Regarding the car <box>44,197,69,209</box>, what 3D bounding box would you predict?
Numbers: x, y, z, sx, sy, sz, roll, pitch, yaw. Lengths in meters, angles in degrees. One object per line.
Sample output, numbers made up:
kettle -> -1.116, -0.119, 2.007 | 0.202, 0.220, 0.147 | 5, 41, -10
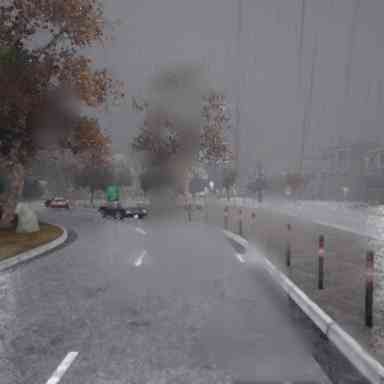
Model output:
car -> -15.812, 1.213, 38.721 | 1.994, 1.385, 4.181 | 0, 0, -34

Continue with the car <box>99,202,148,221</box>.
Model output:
car -> -5.223, 1.374, 24.755 | 1.895, 1.301, 4.718 | 0, 1, -38
